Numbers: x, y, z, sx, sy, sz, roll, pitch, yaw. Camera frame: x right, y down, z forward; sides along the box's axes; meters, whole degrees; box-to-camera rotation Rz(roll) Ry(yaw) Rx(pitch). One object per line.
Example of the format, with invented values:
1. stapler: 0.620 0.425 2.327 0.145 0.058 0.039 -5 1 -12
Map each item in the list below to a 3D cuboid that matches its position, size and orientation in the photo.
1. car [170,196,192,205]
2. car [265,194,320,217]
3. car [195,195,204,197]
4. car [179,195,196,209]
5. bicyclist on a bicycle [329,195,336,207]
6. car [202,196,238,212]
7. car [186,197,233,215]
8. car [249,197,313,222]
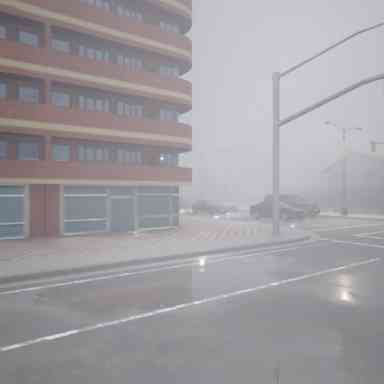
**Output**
1. car: -2.064 1.526 60.548 1.812 1.442 4.674 0 0 -34
2. car: 8.854 1.221 30.344 2.150 2.045 5.566 0 0 -34
3. car: 0.787 1.352 62.494 2.097 1.767 4.553 0 0 -35
4. car: -1.929 1.505 45.993 1.837 1.490 4.892 0 0 -34
5. bicyclist on a bicycle: 19.354 1.301 45.898 1.656 1.620 0.582 0 0 -35
6. car: 3.315 1.526 38.390 1.812 1.442 4.674 0 0 -35
7. car: 1.744 1.526 34.491 1.812 1.442 4.674 0 0 -35
8. car: 6.867 1.478 27.014 1.882 1.535 5.008 0 0 -34
